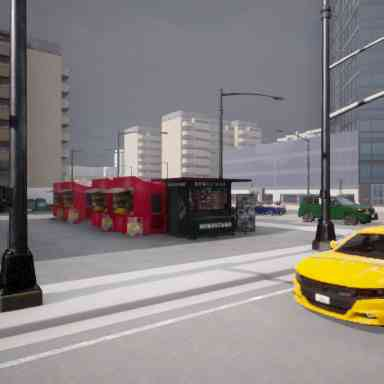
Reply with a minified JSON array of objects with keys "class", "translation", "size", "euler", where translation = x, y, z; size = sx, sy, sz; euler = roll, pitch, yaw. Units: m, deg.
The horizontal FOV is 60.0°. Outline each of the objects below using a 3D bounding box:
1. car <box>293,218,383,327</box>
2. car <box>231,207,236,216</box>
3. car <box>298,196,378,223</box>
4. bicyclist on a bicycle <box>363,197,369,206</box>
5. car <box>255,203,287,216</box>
[{"class":"car","translation":[4.194,1.477,6.874],"size":[5.008,1.535,1.882],"euler":[0,0,-35]},{"class":"car","translation":[3.054,1.833,34.858],"size":[1.895,1.301,4.718],"euler":[0,-1,-37]},{"class":"car","translation":[10.530,1.308,24.561],"size":[2.150,2.045,5.566],"euler":[0,-1,-36]},{"class":"bicyclist on a bicycle","translation":[22.232,1.466,42.453],"size":[1.656,1.620,0.582],"euler":[0,0,-36]},{"class":"car","translation":[7.532,1.795,34.657],"size":[1.895,1.301,4.718],"euler":[0,-1,-36]}]
